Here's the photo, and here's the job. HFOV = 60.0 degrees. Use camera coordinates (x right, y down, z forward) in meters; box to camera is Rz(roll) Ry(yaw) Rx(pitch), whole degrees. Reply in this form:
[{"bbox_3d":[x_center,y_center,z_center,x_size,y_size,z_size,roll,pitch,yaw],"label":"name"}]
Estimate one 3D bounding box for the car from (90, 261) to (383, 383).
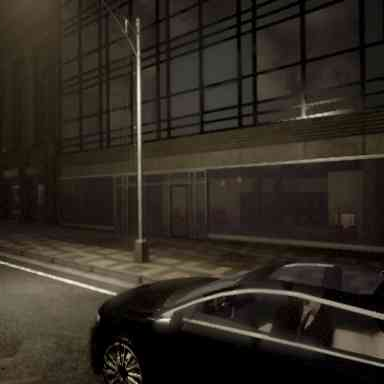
[{"bbox_3d":[0.996,1.494,3.339,4.902,1.511,2.128,0,0,36],"label":"car"}]
